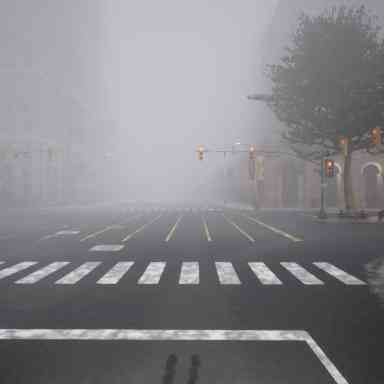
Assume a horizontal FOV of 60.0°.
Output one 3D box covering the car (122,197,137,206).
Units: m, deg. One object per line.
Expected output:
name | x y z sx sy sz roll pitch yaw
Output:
car | -10.203 1.525 54.335 1.812 1.442 4.674 0 0 1

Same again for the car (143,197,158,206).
car | -6.707 1.526 53.997 1.812 1.442 4.674 0 0 1
